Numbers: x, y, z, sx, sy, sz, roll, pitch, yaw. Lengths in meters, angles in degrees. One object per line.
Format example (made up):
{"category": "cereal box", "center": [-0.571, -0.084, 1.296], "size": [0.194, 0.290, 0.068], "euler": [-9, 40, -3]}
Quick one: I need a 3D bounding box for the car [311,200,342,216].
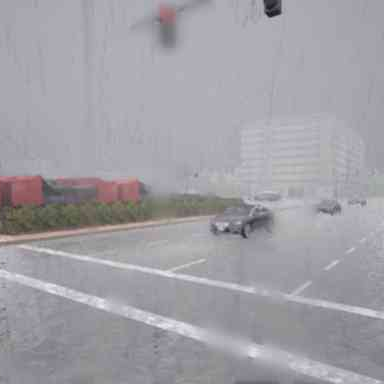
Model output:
{"category": "car", "center": [12.951, 1.443, 31.750], "size": [2.033, 1.411, 5.357], "euler": [0, 0, 35]}

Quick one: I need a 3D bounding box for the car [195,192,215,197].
{"category": "car", "center": [1.194, 1.012, 58.822], "size": [4.605, 1.855, 1.932], "euler": [0, 0, 35]}

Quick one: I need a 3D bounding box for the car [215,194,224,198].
{"category": "car", "center": [4.393, 1.249, 63.393], "size": [3.806, 1.475, 1.970], "euler": [0, 0, 35]}

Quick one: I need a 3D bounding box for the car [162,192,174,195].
{"category": "car", "center": [-4.552, 1.196, 76.858], "size": [3.806, 1.475, 1.970], "euler": [0, 0, 35]}

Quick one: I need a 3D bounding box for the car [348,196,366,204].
{"category": "car", "center": [22.391, 1.123, 45.013], "size": [1.812, 1.442, 4.674], "euler": [0, 0, 35]}

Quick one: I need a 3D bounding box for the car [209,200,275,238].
{"category": "car", "center": [2.717, 1.403, 17.194], "size": [2.128, 1.511, 4.902], "euler": [0, 0, 35]}
